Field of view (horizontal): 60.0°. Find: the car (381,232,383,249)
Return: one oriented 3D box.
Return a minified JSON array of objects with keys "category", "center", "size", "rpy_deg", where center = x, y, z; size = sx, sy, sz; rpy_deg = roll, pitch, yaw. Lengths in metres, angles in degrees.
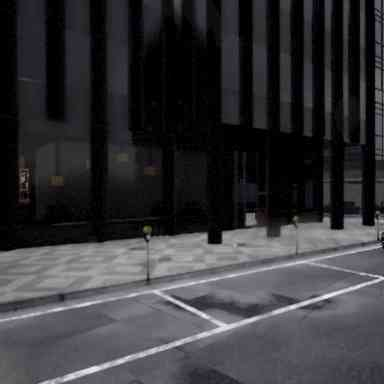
[{"category":"car","center":[9.193,1.577,13.099],"size":[4.313,1.339,1.947],"rpy_deg":[0,0,-36]}]
